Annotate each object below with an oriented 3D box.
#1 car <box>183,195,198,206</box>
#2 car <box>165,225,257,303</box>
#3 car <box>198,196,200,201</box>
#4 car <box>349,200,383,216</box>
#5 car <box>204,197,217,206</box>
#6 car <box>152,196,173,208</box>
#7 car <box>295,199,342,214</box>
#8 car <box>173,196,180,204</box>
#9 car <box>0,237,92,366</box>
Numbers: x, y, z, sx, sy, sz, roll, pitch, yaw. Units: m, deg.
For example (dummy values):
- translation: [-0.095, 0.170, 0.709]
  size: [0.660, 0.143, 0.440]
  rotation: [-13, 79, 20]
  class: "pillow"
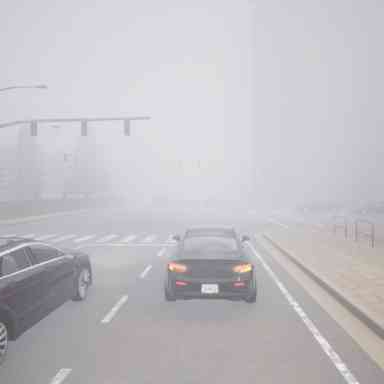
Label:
- translation: [-0.422, 1.525, 55.613]
  size: [1.812, 1.442, 4.674]
  rotation: [0, 0, 3]
  class: "car"
- translation: [0.456, 1.526, 8.119]
  size: [1.812, 1.442, 4.674]
  rotation: [0, 0, 4]
  class: "car"
- translation: [0.331, 1.500, 78.884]
  size: [1.837, 1.490, 4.892]
  rotation: [0, 0, 28]
  class: "car"
- translation: [18.082, 1.560, 32.787]
  size: [4.892, 1.490, 1.837]
  rotation: [0, 0, 2]
  class: "car"
- translation: [3.085, 1.525, 55.416]
  size: [1.812, 1.442, 4.674]
  rotation: [0, 0, 3]
  class: "car"
- translation: [-4.488, 1.352, 48.490]
  size: [2.097, 1.767, 4.553]
  rotation: [0, 0, 3]
  class: "car"
- translation: [13.828, 1.560, 36.493]
  size: [4.892, 1.490, 1.837]
  rotation: [0, 0, 3]
  class: "car"
- translation: [-3.435, 1.564, 65.426]
  size: [1.994, 1.385, 4.181]
  rotation: [0, 0, 5]
  class: "car"
- translation: [-3.214, 1.492, 5.466]
  size: [2.128, 1.511, 4.902]
  rotation: [0, 0, 4]
  class: "car"
